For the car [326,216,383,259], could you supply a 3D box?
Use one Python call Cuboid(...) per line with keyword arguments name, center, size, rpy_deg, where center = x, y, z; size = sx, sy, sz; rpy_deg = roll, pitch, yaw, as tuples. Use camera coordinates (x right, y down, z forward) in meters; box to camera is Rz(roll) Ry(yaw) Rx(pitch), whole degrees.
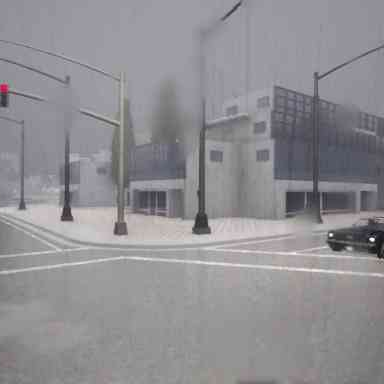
Cuboid(name="car", center=(7.221, 1.649, 12.840), size=(4.718, 1.301, 1.895), rpy_deg=(0, 0, -37))
